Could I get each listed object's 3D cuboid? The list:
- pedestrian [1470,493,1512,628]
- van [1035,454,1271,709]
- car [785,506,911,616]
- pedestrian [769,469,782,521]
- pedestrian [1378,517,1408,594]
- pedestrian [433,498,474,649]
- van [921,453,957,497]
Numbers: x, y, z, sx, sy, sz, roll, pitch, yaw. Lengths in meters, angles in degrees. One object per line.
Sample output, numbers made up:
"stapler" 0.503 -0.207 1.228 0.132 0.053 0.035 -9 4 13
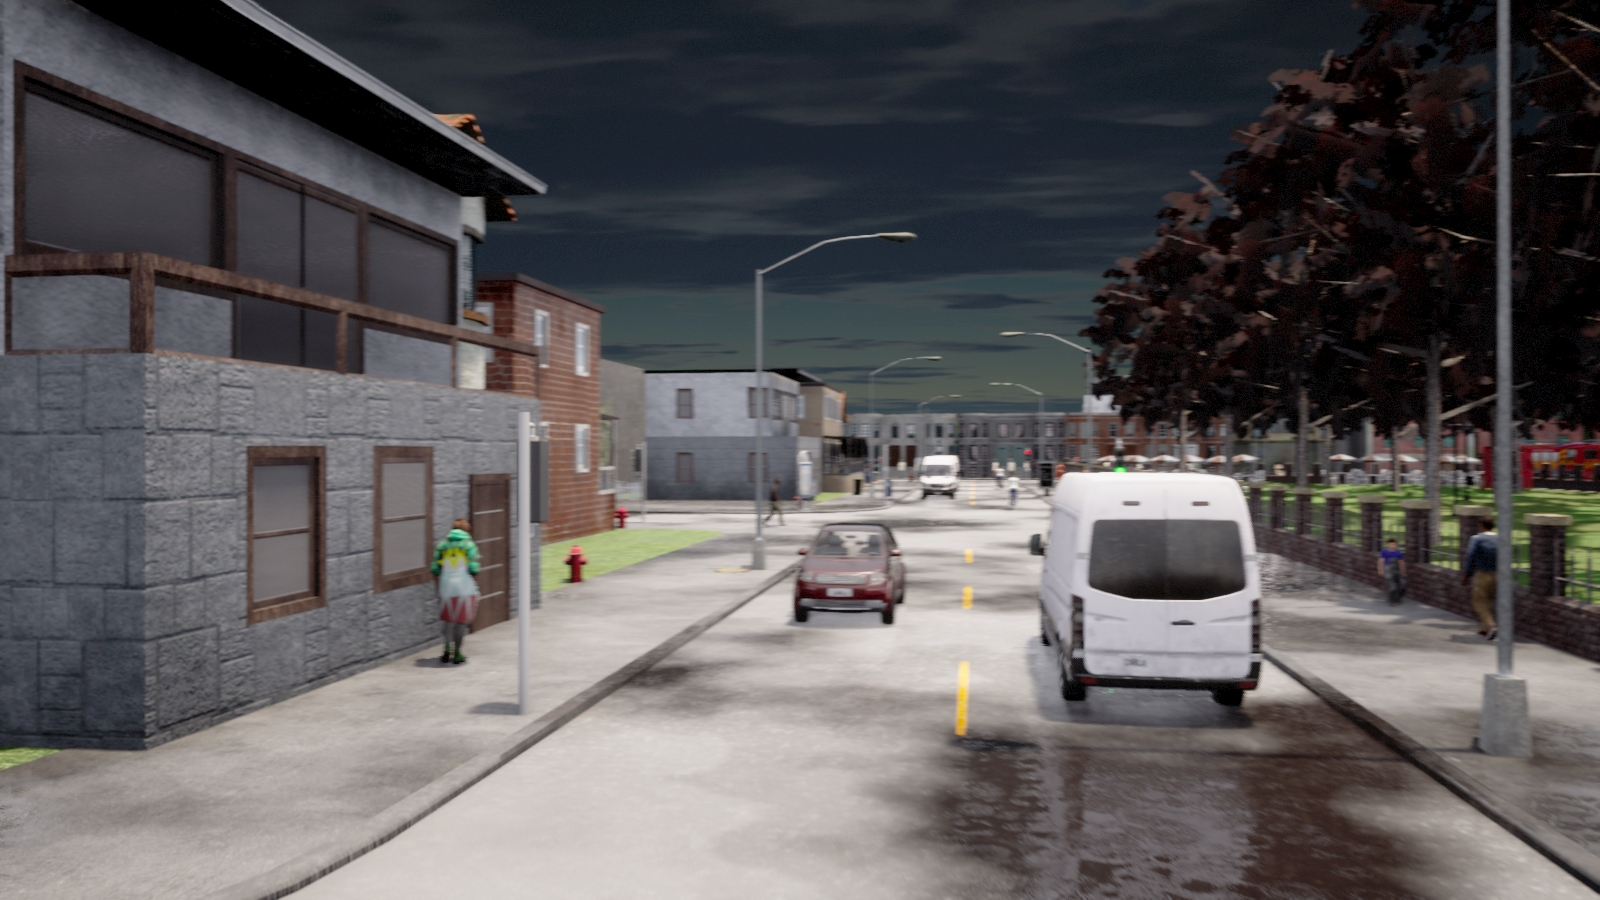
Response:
"pedestrian" 9.767 1.551 16.160 0.375 1.860 0.375 0 0 6
"van" 4.192 1.341 14.591 1.988 2.561 5.915 0 0 8
"car" 0.929 1.846 19.948 1.789 1.549 3.705 0 0 9
"pedestrian" -0.880 1.599 40.914 0.375 1.860 0.375 0 0 9
"pedestrian" 10.362 1.838 19.966 0.375 1.300 0.375 0 0 9
"pedestrian" -4.386 1.550 14.477 0.375 1.860 0.375 0 0 7
"van" 8.475 1.447 69.512 1.988 2.561 5.915 0 0 9
